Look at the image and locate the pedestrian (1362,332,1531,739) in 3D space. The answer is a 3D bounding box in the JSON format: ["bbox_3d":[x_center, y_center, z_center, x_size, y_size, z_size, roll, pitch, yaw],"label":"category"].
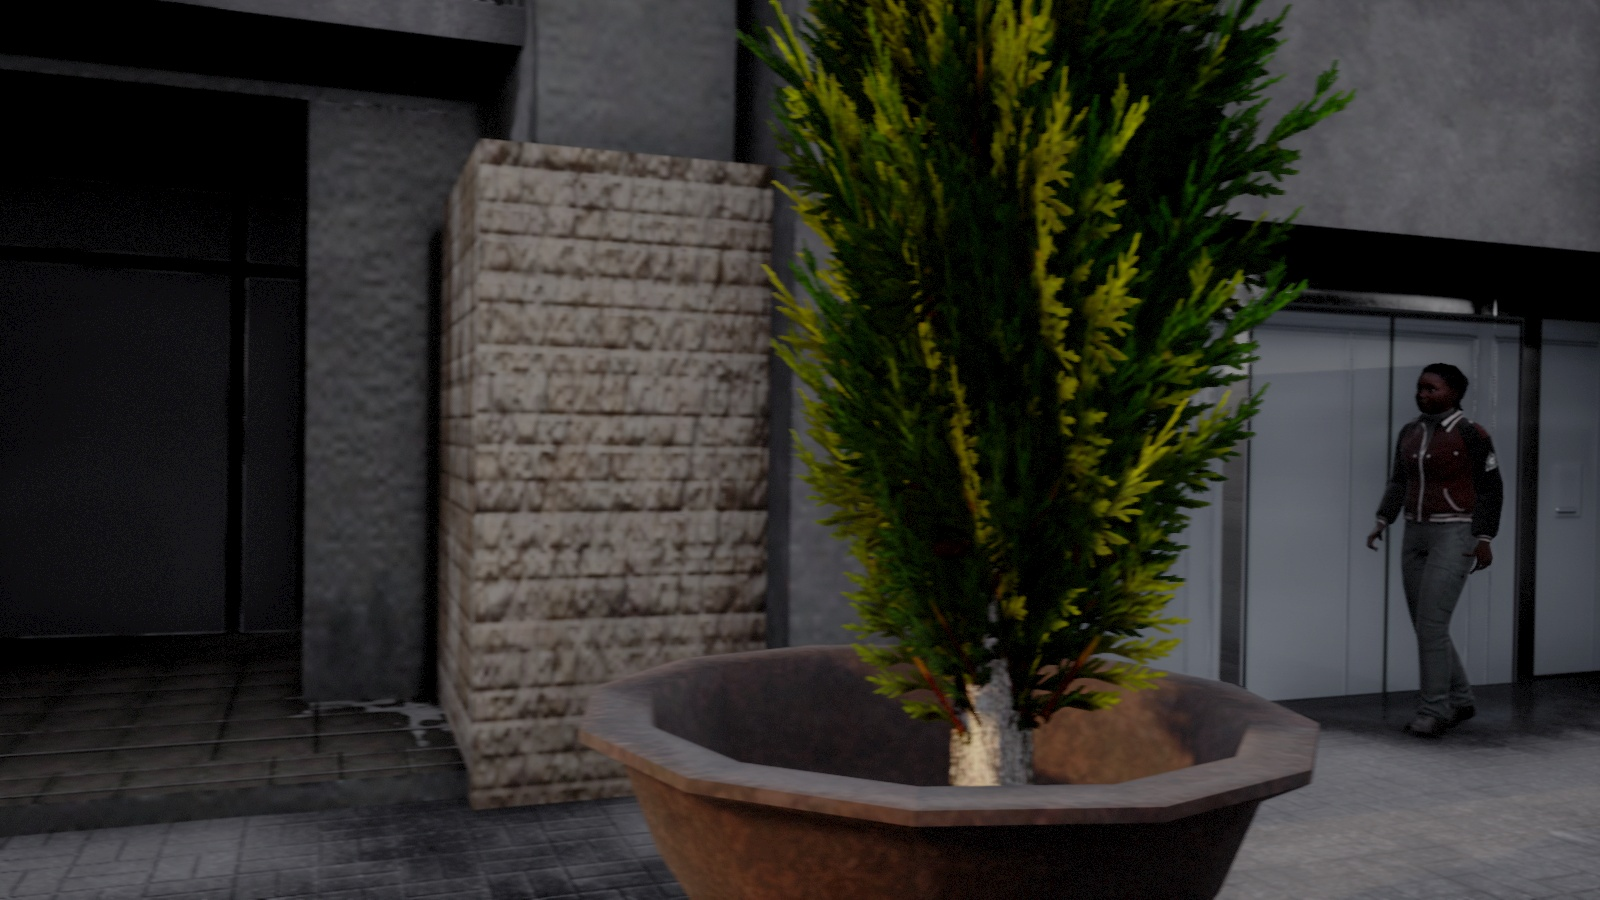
[{"bbox_3d":[3.211,0.402,6.251,0.666,1.930,0.402,-1,1,-21],"label":"pedestrian"}]
